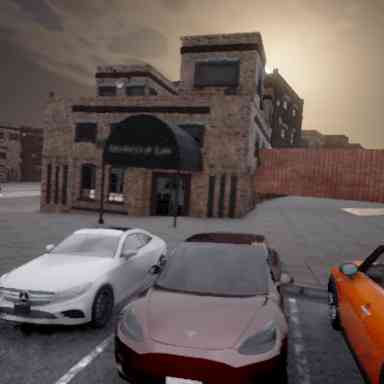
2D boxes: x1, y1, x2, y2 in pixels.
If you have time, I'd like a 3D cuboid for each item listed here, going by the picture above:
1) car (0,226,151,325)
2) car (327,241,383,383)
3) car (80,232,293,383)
[{"bbox_3d":[-1.931,1.498,7.164,2.002,1.452,4.674,1,0,14],"label":"car"},{"bbox_3d":[2.948,1.332,3.833,2.185,1.767,4.553,0,-1,14],"label":"car"},{"bbox_3d":[0.509,1.487,5.483,2.163,1.488,4.792,1,0,14],"label":"car"}]
